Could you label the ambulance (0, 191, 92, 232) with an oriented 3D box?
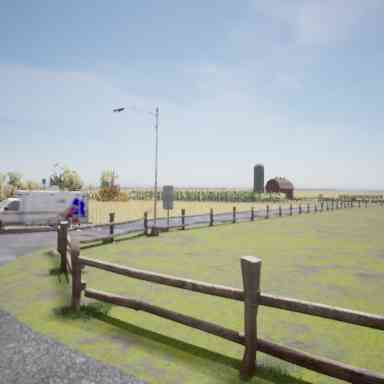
[{"bbox_3d":[-9.709,1.167,20.776,6.366,2.431,2.351,1,0,-40],"label":"ambulance"}]
